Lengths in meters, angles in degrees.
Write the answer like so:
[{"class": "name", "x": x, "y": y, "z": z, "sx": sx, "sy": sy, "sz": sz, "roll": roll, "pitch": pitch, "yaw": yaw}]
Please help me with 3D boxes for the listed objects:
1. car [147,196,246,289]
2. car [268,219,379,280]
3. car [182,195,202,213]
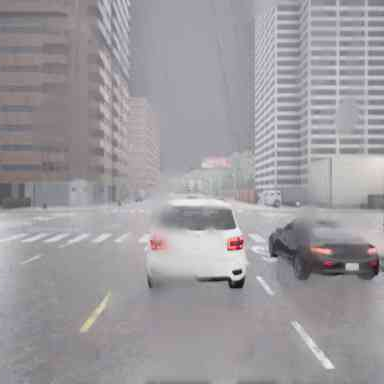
[{"class": "car", "x": 0.072, "y": 1.200, "z": 9.225, "sx": 2.150, "sy": 2.045, "sz": 5.566, "roll": 0, "pitch": 0, "yaw": -1}, {"class": "car", "x": 3.574, "y": 1.502, "z": 9.736, "sx": 1.812, "sy": 1.442, "sz": 4.674, "roll": 0, "pitch": 0, "yaw": 0}, {"class": "car", "x": -0.043, "y": 1.268, "z": 36.525, "sx": 2.097, "sy": 1.767, "sz": 4.553, "roll": 0, "pitch": 0, "yaw": -1}]
